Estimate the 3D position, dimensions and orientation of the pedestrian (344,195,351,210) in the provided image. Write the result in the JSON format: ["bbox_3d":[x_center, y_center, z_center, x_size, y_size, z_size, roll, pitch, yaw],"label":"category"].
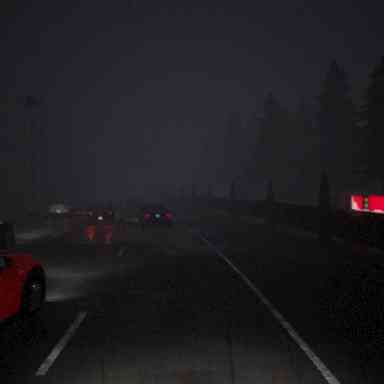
[{"bbox_3d":[6.722,1.039,14.177,0.375,1.860,0.375,0,0,-8],"label":"pedestrian"}]

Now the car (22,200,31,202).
[{"bbox_3d":[-23.718,1.312,48.968,1.994,1.385,4.181,0,0,-14],"label":"car"}]

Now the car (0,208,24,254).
[{"bbox_3d":[-7.835,1.437,11.394,2.128,1.511,4.902,0,0,-7],"label":"car"}]

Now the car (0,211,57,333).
[{"bbox_3d":[-3.726,1.332,4.408,2.097,1.767,4.553,0,0,-3],"label":"car"}]

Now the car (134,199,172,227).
[{"bbox_3d":[-2.491,1.418,21.796,2.033,1.411,5.357,0,0,-12],"label":"car"}]

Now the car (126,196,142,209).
[{"bbox_3d":[-7.021,1.241,40.626,1.882,1.535,5.008,0,0,-14],"label":"car"}]

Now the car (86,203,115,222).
[{"bbox_3d":[-6.692,1.462,24.652,1.895,1.301,4.718,0,0,-13],"label":"car"}]

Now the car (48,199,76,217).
[{"bbox_3d":[-11.445,1.368,29.403,1.812,1.442,4.674,0,0,-14],"label":"car"}]

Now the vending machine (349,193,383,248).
[{"bbox_3d":[7.004,1.098,13.206,1.100,2.100,0.880,0,0,-7],"label":"vending machine"}]
